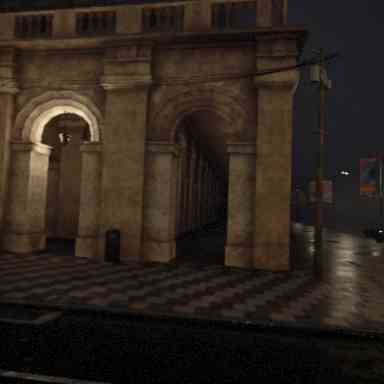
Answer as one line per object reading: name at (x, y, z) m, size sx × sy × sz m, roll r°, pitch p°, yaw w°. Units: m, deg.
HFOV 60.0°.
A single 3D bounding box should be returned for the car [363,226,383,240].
car at (17.169, 3.712, 29.873) m, size 1.895 × 1.301 × 4.718 m, roll 2°, pitch -3°, yaw 9°
